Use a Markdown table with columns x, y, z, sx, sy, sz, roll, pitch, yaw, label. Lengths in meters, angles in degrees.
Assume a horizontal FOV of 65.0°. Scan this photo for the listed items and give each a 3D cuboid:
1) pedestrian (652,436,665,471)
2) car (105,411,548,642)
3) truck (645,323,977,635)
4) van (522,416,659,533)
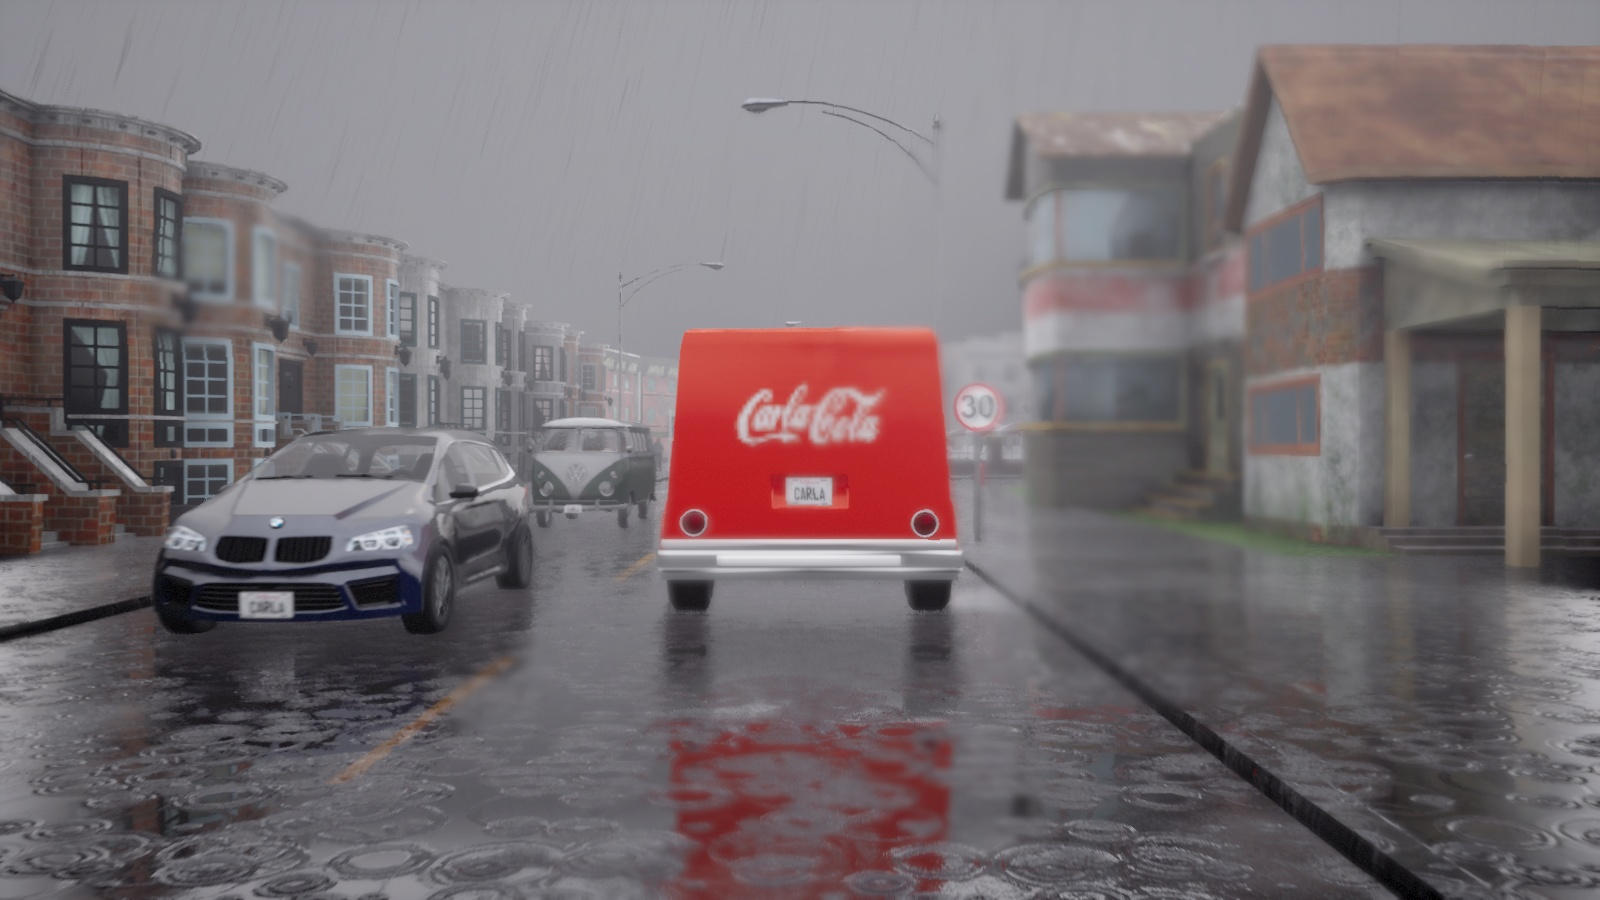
| x | y | z | sx | sy | sz | roll | pitch | yaw | label |
| --- | --- | --- | --- | --- | --- | --- | --- | --- | --- |
| -7.494 | 0.192 | 66.404 | 0.540 | 1.848 | 0.694 | 0 | 0 | 6 | pedestrian |
| -3.898 | 0.544 | 11.403 | 2.242 | 1.667 | 4.611 | 0 | 0 | 1 | car |
| 0.107 | 0.213 | 12.543 | 2.627 | 2.467 | 5.204 | 0 | 0 | 0 | truck |
| -3.810 | 0.405 | 23.525 | 1.775 | 1.987 | 4.442 | 0 | 0 | 1 | van |
